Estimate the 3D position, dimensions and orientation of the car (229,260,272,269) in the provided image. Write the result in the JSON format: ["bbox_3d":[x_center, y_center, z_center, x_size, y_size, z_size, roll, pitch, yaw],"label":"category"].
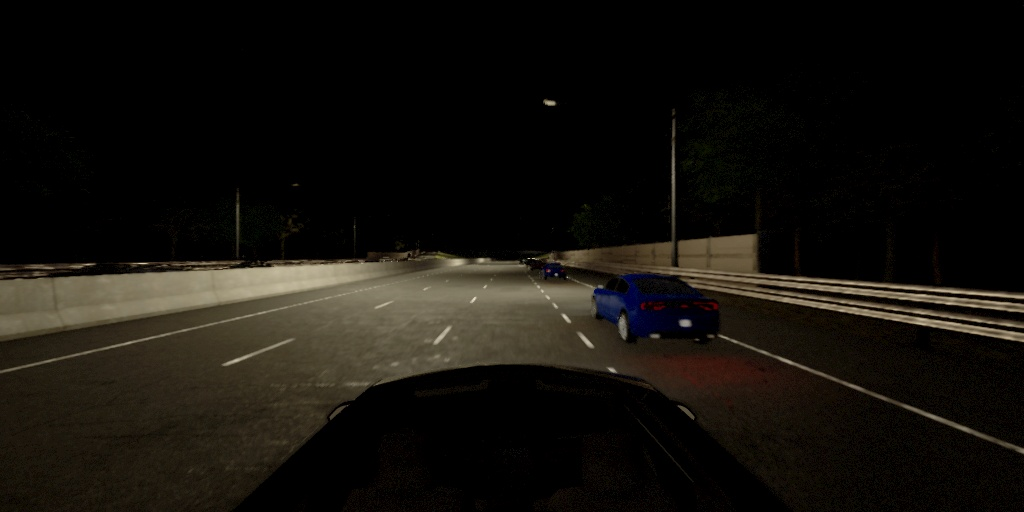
[{"bbox_3d":[-28.071,1.243,38.616,1.837,1.490,4.892,0,0,0],"label":"car"}]

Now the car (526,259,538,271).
[{"bbox_3d":[3.477,1.358,50.374,2.033,1.411,5.357,0,0,0],"label":"car"}]

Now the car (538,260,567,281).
[{"bbox_3d":[3.488,1.310,30.600,1.812,1.442,4.674,0,0,0],"label":"car"}]

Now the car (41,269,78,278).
[{"bbox_3d":[-24.586,1.203,21.534,1.882,1.535,5.008,0,0,0],"label":"car"}]

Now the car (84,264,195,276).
[{"bbox_3d":[-17.591,1.298,17.740,1.994,1.385,4.181,0,0,0],"label":"car"}]

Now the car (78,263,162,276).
[{"bbox_3d":[-21.085,1.223,20.873,2.128,1.511,4.902,0,0,0],"label":"car"}]

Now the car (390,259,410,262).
[{"bbox_3d":[-17.548,1.285,58.137,1.837,1.490,4.892,0,0,1],"label":"car"}]

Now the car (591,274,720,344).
[{"bbox_3d":[3.501,1.208,9.717,1.882,1.535,5.008,0,0,0],"label":"car"}]
